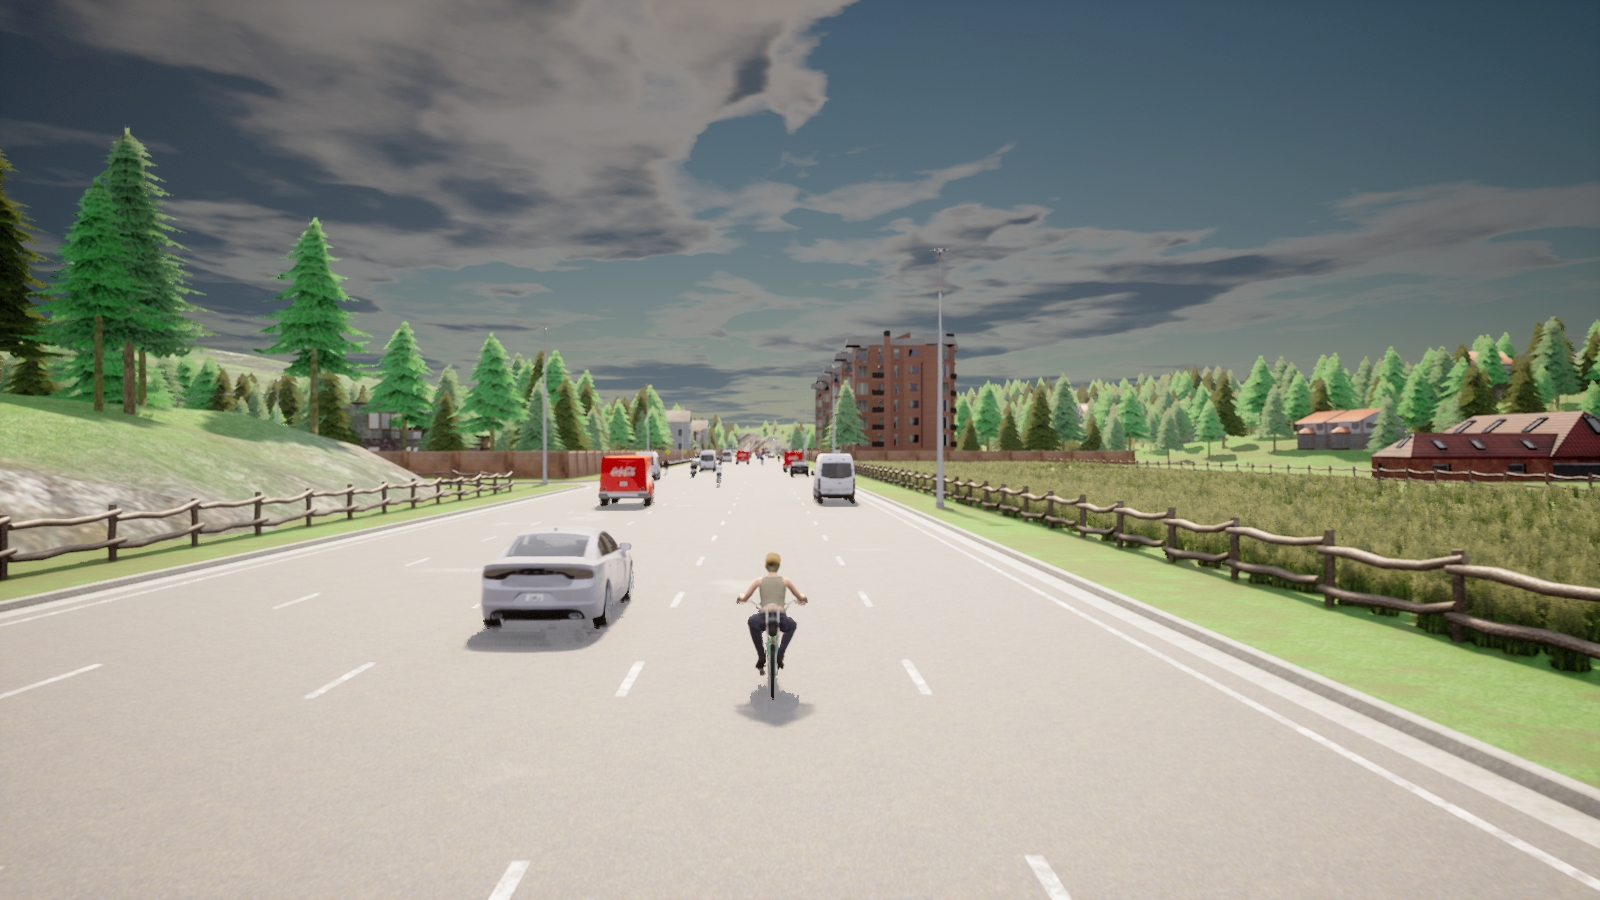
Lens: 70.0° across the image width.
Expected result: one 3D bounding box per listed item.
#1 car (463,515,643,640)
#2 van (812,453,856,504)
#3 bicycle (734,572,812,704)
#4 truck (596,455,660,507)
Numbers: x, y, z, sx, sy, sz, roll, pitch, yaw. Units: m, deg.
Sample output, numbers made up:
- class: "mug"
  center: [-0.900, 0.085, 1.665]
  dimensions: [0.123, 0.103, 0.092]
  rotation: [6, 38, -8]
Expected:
- class: "car"
  center: [-3.981, 2.016, 19.340]
  dimensions: [2.097, 1.535, 5.006]
  rotation: [0, 0, -2]
- class: "van"
  center: [1.786, 1.479, 61.389]
  dimensions: [1.988, 2.561, 5.915]
  rotation: [0, 0, -2]
- class: "bicycle"
  center: [-0.319, 2.145, 13.297]
  dimensions: [0.859, 1.276, 1.487]
  rotation: [0, 0, -2]
- class: "truck"
  center: [-8.606, 1.519, 57.693]
  dimensions: [2.627, 2.467, 5.204]
  rotation: [0, 0, -2]
